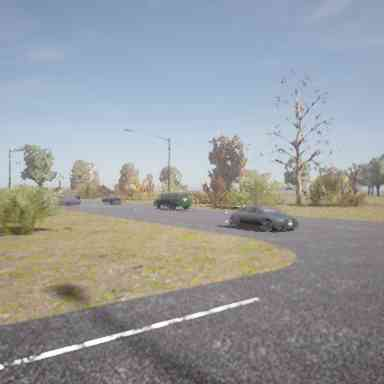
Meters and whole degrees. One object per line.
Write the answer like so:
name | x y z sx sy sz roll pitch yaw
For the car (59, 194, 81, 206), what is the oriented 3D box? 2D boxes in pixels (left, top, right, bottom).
car | -17.994 1.348 49.102 1.994 1.385 4.181 0 0 -37

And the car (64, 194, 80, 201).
car | -25.657 1.124 70.845 1.882 1.535 5.008 0 0 -37

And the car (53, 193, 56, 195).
car | -33.752 1.082 81.564 1.812 1.442 4.674 0 0 -37

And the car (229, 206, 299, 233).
car | 4.170 1.528 19.741 1.994 1.385 4.181 0 0 -37

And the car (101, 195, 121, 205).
car | -13.303 1.275 54.485 1.837 1.490 4.892 0 0 -37

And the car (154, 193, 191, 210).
car | -2.385 1.085 40.029 2.150 2.045 5.566 0 0 -37
